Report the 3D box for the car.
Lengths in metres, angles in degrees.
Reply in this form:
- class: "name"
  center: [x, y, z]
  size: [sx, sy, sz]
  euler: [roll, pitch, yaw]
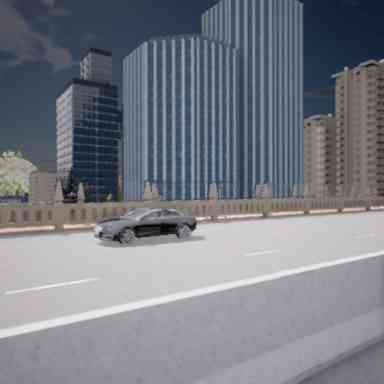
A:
- class: "car"
  center: [-2.005, 1.469, 15.450]
  size: [4.902, 1.511, 2.128]
  euler: [0, 0, -35]
